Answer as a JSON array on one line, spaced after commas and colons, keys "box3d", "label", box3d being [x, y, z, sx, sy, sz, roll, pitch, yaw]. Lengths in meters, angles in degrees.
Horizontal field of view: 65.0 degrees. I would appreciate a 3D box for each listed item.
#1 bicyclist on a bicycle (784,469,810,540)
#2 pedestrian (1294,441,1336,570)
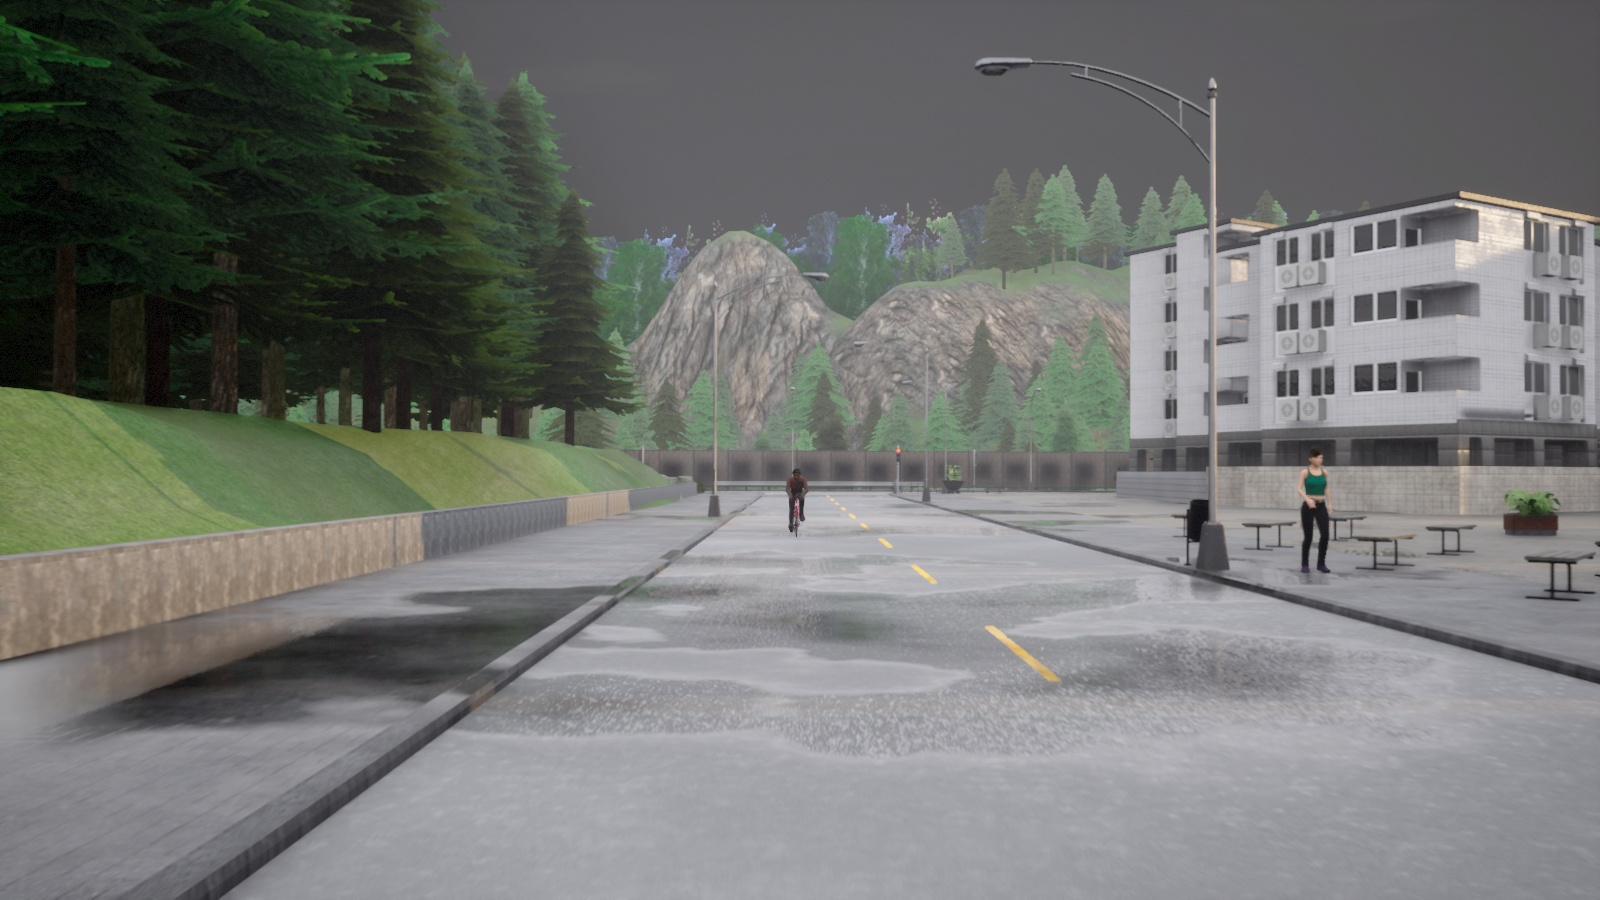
[{"box3d": [-0.073, 1.266, 29.743, 0.582, 1.620, 1.656, 0, -1, 0], "label": "bicyclist on a bicycle"}, {"box3d": [7.489, 0.800, 18.272, 0.345, 1.836, 0.594, 0, -1, 0], "label": "pedestrian"}]
